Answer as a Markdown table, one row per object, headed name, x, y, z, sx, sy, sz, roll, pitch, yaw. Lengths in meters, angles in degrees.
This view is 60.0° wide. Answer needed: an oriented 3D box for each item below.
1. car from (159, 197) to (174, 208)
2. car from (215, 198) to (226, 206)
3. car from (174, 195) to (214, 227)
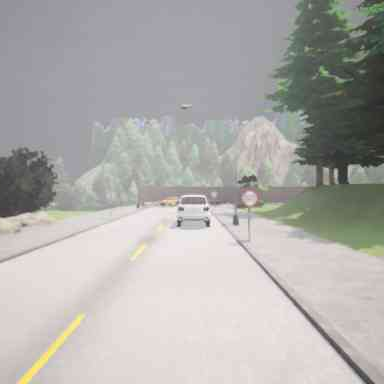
| name | x | y | z | sx | sy | sz | roll | pitch | yaw |
| --- | --- | --- | --- | --- | --- | --- | --- | --- | --- |
| car | -2.984 | 1.457 | 49.048 | 1.882 | 1.535 | 5.008 | -1 | 0 | 29 |
| car | 3.093 | 1.580 | 51.232 | 4.718 | 1.301 | 1.895 | 0 | 0 | -39 |
| car | 0.105 | 1.210 | 22.973 | 2.150 | 2.045 | 5.566 | 0 | 0 | 0 |
